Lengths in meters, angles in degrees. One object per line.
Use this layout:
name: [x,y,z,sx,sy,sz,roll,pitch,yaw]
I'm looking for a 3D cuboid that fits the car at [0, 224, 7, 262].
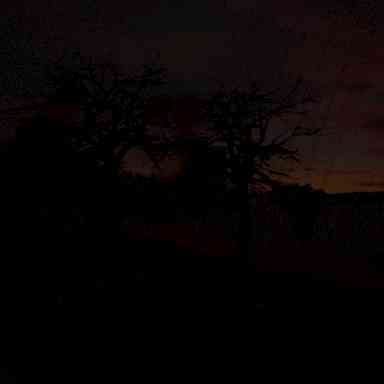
car: [-7.056,1.129,10.003,1.970,1.475,3.806,4,-1,-44]
